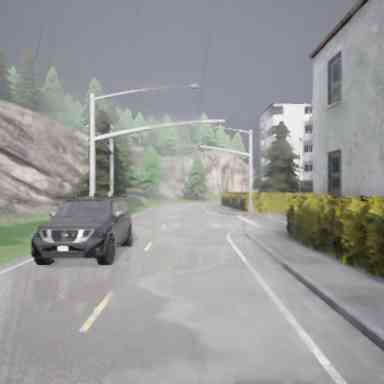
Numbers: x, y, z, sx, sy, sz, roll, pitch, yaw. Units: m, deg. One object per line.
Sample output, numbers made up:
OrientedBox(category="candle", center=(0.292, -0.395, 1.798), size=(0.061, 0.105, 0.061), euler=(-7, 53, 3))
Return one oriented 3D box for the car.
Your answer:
OrientedBox(category="car", center=(-3.527, 1.194, 11.850), size=(2.150, 2.045, 5.566), euler=(0, 0, 0))
